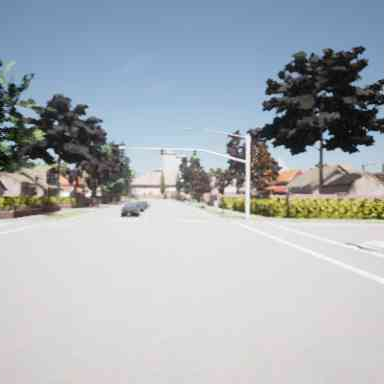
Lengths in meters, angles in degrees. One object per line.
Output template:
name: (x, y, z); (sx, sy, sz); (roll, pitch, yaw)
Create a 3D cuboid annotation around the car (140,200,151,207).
car: (-9.425, 2.352, 67.500); (1.895, 1.301, 4.718); (1, -1, -5)

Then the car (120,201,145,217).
car: (-6.725, 1.944, 36.868); (2.033, 1.411, 5.357); (1, -1, -5)

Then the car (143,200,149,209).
car: (-7.641, 2.061, 46.973); (2.033, 1.411, 5.357); (1, -1, -5)
